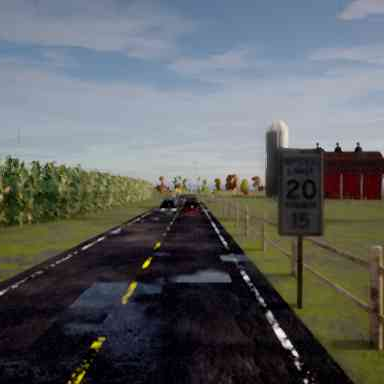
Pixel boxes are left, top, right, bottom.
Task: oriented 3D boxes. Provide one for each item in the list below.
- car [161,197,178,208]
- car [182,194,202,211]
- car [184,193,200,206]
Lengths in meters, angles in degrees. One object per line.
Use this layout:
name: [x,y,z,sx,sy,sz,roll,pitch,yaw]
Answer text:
car: [-2.741,1.271,41.482,1.994,1.385,4.181,0,0,0]
car: [0.008,1.242,36.867,1.837,1.490,4.892,0,0,0]
car: [0.010,1.019,47.647,2.097,1.767,4.553,0,0,0]
